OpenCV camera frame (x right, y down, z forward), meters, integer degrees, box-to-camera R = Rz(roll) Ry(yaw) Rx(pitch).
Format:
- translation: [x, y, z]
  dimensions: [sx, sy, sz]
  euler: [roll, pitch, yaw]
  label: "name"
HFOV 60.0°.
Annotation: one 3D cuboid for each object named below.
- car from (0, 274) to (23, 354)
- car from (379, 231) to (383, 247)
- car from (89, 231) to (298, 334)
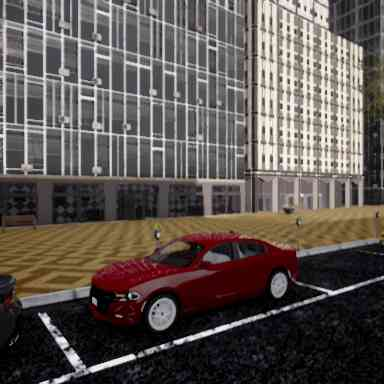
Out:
- translation: [-4.266, 1.556, 3.520]
  dimensions: [4.403, 1.369, 2.008]
  euler: [0, 0, -35]
  label: "car"
- translation: [9.124, 1.474, 13.037]
  dimensions: [4.829, 1.417, 1.752]
  euler: [0, 0, -35]
  label: "car"
- translation: [0.244, 1.530, 6.725]
  dimensions: [4.507, 1.381, 1.887]
  euler: [0, 0, -35]
  label: "car"
